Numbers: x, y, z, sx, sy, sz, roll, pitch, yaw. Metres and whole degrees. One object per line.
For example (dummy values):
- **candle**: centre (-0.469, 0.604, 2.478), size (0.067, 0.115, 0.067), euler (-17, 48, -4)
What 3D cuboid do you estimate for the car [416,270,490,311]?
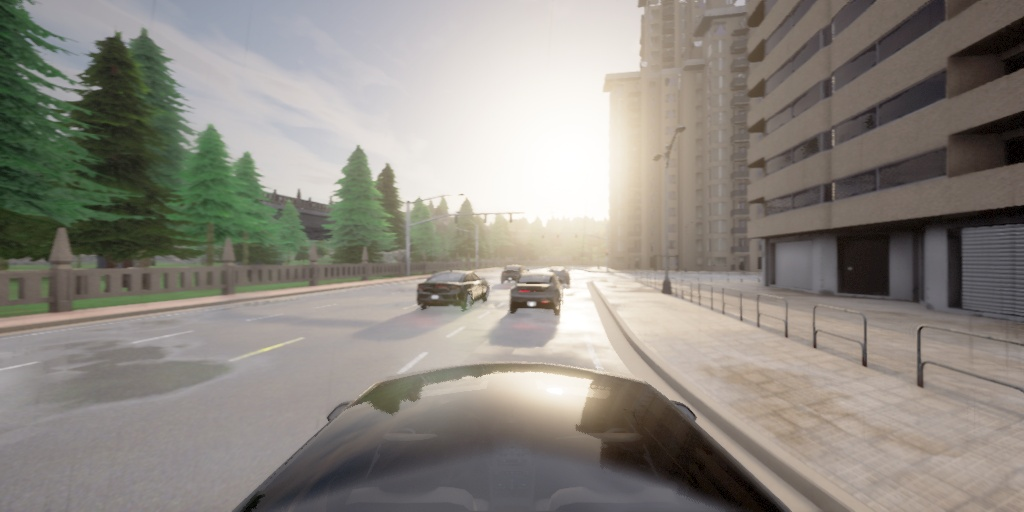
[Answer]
- **car**: centre (-2.315, 1.339, 15.285), size (1.882, 1.535, 5.008), euler (0, 0, 10)

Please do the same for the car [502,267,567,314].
- **car**: centre (1.098, 1.379, 14.499), size (1.837, 1.490, 4.892), euler (0, 0, 10)

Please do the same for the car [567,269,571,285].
- **car**: centre (3.733, 1.584, 29.248), size (1.994, 1.385, 4.181), euler (0, -1, 10)

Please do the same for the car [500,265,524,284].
- **car**: centre (0.291, 1.515, 29.881), size (1.837, 1.490, 4.892), euler (0, 0, 10)
